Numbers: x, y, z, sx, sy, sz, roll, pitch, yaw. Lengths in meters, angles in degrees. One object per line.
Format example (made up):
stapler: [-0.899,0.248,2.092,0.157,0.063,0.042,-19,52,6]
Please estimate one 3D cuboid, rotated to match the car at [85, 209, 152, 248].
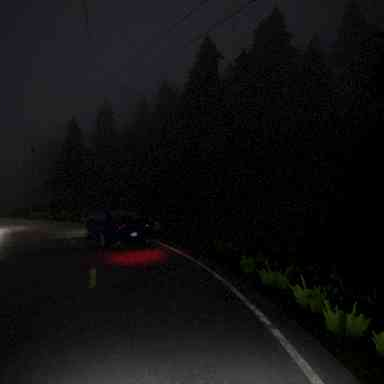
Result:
car: [-3.426,1.483,14.928,1.882,1.535,5.008,0,0,-29]
